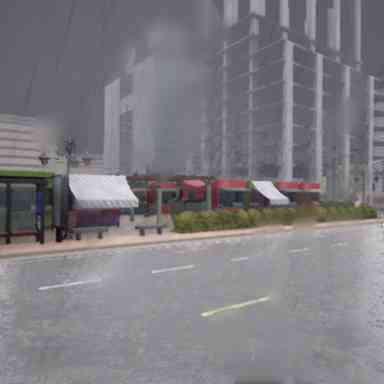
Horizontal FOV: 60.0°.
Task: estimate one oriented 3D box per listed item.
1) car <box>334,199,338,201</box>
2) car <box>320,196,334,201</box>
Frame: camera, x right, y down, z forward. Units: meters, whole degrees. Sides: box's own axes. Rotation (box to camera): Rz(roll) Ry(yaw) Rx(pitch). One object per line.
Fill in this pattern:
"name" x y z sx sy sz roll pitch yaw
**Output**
"car" 29.027 1.716 70.575 1.905 1.878 3.866 1 0 -36
"car" 26.636 1.688 68.863 1.905 1.878 3.866 1 0 -36
